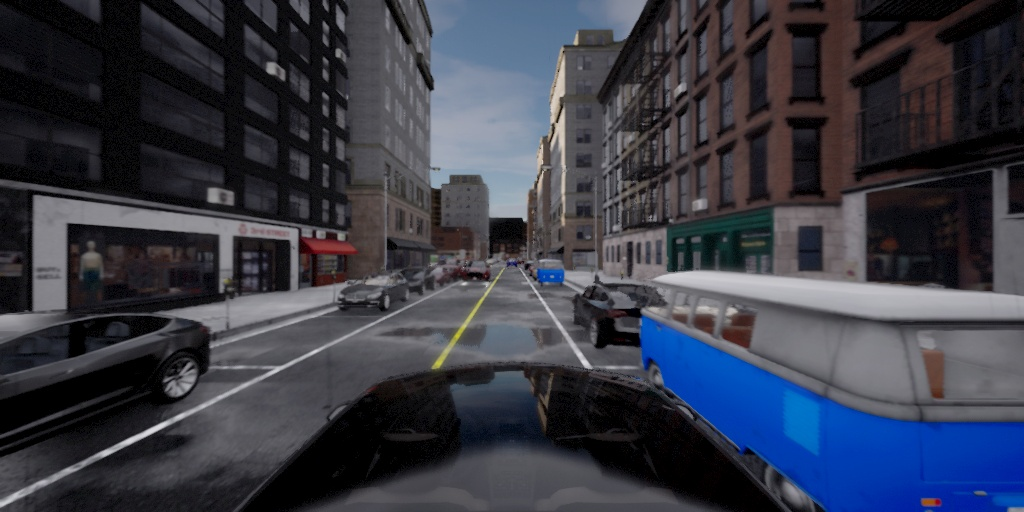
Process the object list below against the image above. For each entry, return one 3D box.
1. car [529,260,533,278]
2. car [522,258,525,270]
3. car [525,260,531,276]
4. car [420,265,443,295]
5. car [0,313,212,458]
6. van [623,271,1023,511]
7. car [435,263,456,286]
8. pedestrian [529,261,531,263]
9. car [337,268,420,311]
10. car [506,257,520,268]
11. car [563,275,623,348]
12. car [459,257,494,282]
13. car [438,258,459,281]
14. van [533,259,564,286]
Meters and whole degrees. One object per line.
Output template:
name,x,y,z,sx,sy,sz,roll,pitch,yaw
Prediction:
car,2.642,1.329,30.877,1.751,1.417,4.829,0,0,0
car,2.757,1.321,51.041,1.882,1.535,5.008,0,0,0
car,2.642,1.254,36.117,1.967,1.591,4.097,0,0,0
car,-5.385,1.349,19.890,1.948,1.339,4.313,0,0,0
car,-5.387,1.319,3.661,1.948,1.339,4.313,0,0,0
van,2.638,1.095,3.661,1.690,1.789,3.998,0,0,0
car,-5.384,1.375,25.299,1.802,1.307,4.207,0,0,0
pedestrian,2.757,1.200,54.045,0.500,1.100,0.500,0,0,-8
car,-5.386,1.324,14.480,2.007,1.370,4.403,0,0,0
car,0.012,1.353,65.464,1.882,1.535,5.008,0,0,0
car,2.639,1.330,9.070,1.948,1.339,4.313,0,0,0
car,-2.844,1.154,29.708,2.097,1.767,4.553,0,0,0
car,-5.384,1.118,30.708,2.192,1.841,5.009,0,0,0
van,2.641,1.134,25.298,1.690,1.789,3.998,0,0,0
